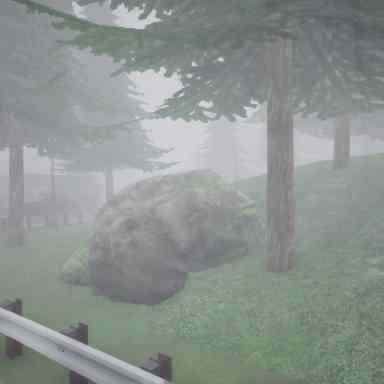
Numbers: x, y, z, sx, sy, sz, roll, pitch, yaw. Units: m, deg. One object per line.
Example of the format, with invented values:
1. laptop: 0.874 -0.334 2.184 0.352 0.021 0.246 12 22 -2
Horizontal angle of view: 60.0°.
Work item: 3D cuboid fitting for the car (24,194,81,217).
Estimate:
1. car: -12.188 1.203 28.192 2.150 2.045 5.566 0 0 36
